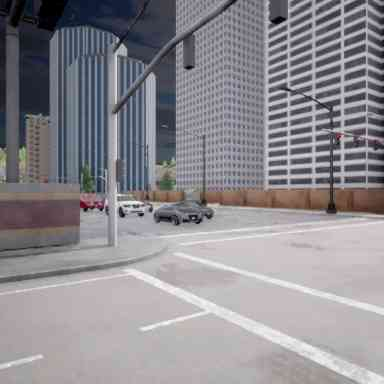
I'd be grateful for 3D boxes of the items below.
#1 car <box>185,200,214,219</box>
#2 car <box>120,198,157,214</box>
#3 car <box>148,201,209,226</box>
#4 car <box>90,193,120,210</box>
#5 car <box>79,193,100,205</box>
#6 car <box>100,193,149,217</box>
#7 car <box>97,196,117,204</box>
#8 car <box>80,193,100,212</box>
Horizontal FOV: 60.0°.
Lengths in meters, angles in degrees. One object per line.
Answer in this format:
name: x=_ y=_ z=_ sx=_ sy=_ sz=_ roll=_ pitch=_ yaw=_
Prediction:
car: x=-0.091 y=1.505 z=28.420 sx=1.837 sy=1.490 sz=4.892 roll=0 pitch=0 yaw=-35
car: x=-6.054 y=1.491 z=36.889 sx=2.128 sy=1.511 sz=4.902 roll=0 pitch=0 yaw=-35
car: x=-1.055 y=1.564 z=23.713 sx=1.994 sy=1.385 sz=4.181 roll=0 pitch=0 yaw=-35
car: x=-12.000 y=1.221 z=45.352 sx=2.150 sy=2.045 sz=5.566 roll=0 pitch=0 yaw=-35
car: x=-19.124 y=1.222 z=61.853 sx=2.150 sy=2.045 sz=5.566 roll=0 pitch=0 yaw=-35
car: x=-6.438 y=1.221 z=31.349 sx=2.150 sy=2.045 sz=5.566 roll=0 pitch=0 yaw=-35
car: x=-16.532 y=1.547 z=64.234 sx=2.033 sy=1.411 sz=5.357 roll=0 pitch=0 yaw=-34
car: x=-12.391 y=1.222 z=39.815 sx=2.150 sy=2.045 sz=5.566 roll=0 pitch=0 yaw=-35
